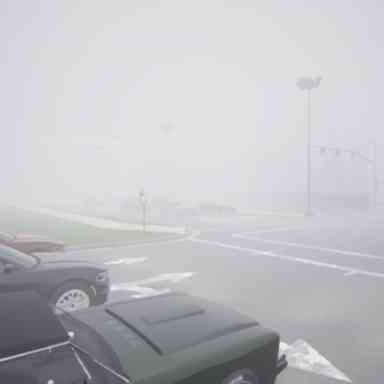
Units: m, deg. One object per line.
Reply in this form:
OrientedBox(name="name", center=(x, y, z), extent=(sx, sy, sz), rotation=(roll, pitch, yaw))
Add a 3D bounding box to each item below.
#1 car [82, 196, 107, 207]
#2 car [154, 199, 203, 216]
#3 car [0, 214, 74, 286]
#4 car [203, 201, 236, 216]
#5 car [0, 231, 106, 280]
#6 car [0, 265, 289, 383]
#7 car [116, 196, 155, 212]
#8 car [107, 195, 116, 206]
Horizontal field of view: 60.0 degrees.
OrientedBox(name="car", center=(-15.307, 1.459, 51.011), extent=(1.882, 1.535, 5.008), rotation=(0, 0, -36))
OrientedBox(name="car", center=(-1.352, 1.582, 31.888), extent=(1.895, 1.301, 4.718), rotation=(0, 0, -36))
OrientedBox(name="car", center=(-5.764, 1.478, 8.255), extent=(5.008, 1.535, 1.882), rotation=(0, 0, -35))
OrientedBox(name="car", center=(2.190, 1.578, 32.976), extent=(1.895, 1.301, 4.718), rotation=(0, 0, -36))
OrientedBox(name="car", center=(-3.821, 1.478, 5.338), extent=(5.008, 1.535, 1.882), rotation=(0, 0, -35))
OrientedBox(name="car", center=(-1.360, 1.600, 2.791), extent=(4.718, 1.301, 1.895), rotation=(0, 0, -35))
OrientedBox(name="car", center=(-6.690, 1.333, 39.177), extent=(2.097, 1.767, 4.553), rotation=(0, 0, -36))
OrientedBox(name="car", center=(-12.586, 1.330, 53.223), extent=(2.097, 1.767, 4.553), rotation=(0, 0, -36))
